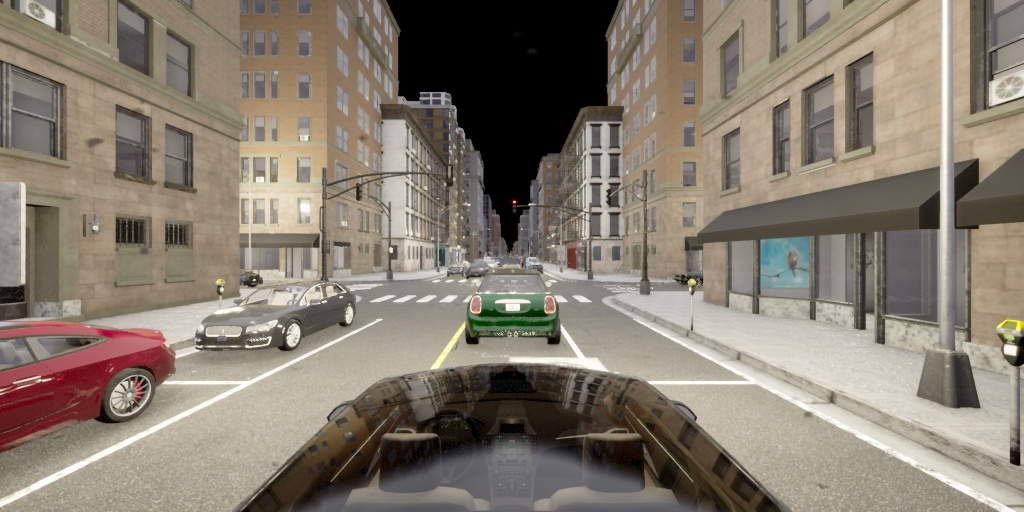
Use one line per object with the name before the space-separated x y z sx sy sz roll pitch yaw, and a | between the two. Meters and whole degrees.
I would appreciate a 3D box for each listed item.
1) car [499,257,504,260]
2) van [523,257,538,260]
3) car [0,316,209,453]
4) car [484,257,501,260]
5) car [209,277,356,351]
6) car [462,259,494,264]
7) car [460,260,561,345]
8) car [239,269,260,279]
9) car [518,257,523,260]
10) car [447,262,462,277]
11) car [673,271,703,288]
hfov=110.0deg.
car | -2.810 1.289 64.865 2.033 1.411 5.357 0 0 0
van | 2.637 1.084 46.533 1.690 1.789 3.998 0 0 0
car | -5.389 1.332 3.161 1.802 1.307 4.207 0 0 0
car | -2.854 1.269 47.586 1.812 1.442 4.674 0 0 0
car | -5.389 1.300 8.843 2.007 1.370 4.403 0 0 0
car | -2.855 1.251 30.888 1.837 1.490 4.892 0 0 0
car | 0.040 1.102 9.685 2.097 1.767 4.553 0 0 1
car | -17.145 1.223 21.077 4.181 1.385 1.994 0 0 0
car | 2.640 1.056 62.752 2.192 1.841 5.009 0 0 0
car | -5.393 1.296 35.719 2.007 1.370 4.403 0 0 0
car | 13.495 1.431 24.079 4.718 1.301 1.895 0 0 0
